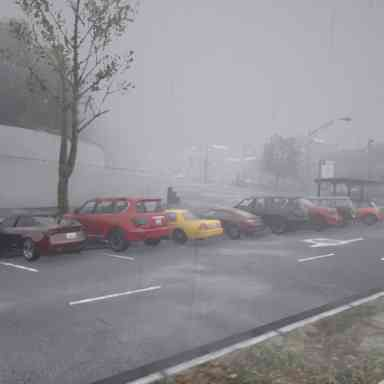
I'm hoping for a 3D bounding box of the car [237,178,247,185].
[{"bbox_3d":[12.406,-2.045,72.657,2.002,1.452,4.674,7,4,35],"label":"car"}]

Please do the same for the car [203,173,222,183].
[{"bbox_3d":[5.553,-3.177,82.626,1.946,1.575,5.366,7,3,34],"label":"car"}]

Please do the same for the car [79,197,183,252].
[{"bbox_3d":[-3.475,1.247,14.075,5.566,2.045,2.435,-1,-1,34],"label":"car"}]

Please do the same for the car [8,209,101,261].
[{"bbox_3d":[-5.919,1.523,12.329,4.792,1.488,2.163,-1,-1,35],"label":"car"}]

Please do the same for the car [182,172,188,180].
[{"bbox_3d":[0.174,-4.086,89.818,2.185,1.767,4.553,4,1,33],"label":"car"}]

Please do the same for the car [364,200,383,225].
[{"bbox_3d":[11.335,1.402,24.420,4.553,1.767,2.185,-1,-1,35],"label":"car"}]

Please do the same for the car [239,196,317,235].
[{"bbox_3d":[3.876,1.261,19.291,5.566,2.045,2.435,-1,-1,35],"label":"car"}]

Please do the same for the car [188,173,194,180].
[{"bbox_3d":[1.905,-3.851,87.349,2.185,1.767,4.553,6,3,34],"label":"car"}]

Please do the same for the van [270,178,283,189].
[{"bbox_3d":[17.544,-1.492,65.136,1.878,1.987,4.442,7,4,35],"label":"van"}]

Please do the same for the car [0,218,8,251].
[{"bbox_3d":[-8.338,1.492,10.581,4.892,1.521,2.231,-1,-1,34],"label":"car"}]

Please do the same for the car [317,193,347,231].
[{"bbox_3d":[6.389,1.266,20.997,5.566,2.045,2.435,-1,-1,35],"label":"car"}]

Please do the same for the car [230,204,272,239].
[{"bbox_3d":[1.450,1.547,17.532,4.674,1.452,2.002,-1,-1,35],"label":"car"}]

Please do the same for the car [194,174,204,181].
[{"bbox_3d":[3.701,-3.700,84.884,2.435,2.045,5.566,7,3,34],"label":"car"}]

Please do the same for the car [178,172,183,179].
[{"bbox_3d":[-1.598,-4.363,92.165,2.435,2.045,5.566,1,-1,34],"label":"car"}]

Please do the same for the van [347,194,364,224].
[{"bbox_3d":[8.926,1.296,22.668,4.442,1.987,1.878,-1,-1,35],"label":"van"}]

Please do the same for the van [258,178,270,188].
[{"bbox_3d":[15.814,-1.765,67.607,1.878,1.987,4.442,7,4,35],"label":"van"}]

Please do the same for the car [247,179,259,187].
[{"bbox_3d":[14.238,-1.813,70.337,1.946,1.575,5.366,7,3,35],"label":"car"}]

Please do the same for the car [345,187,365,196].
[{"bbox_3d":[26.211,0.135,52.920,2.002,1.452,4.674,7,3,35],"label":"car"}]

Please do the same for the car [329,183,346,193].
[{"bbox_3d":[24.519,-0.427,55.392,2.435,2.045,5.566,7,3,35],"label":"car"}]

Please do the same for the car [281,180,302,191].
[{"bbox_3d":[19.305,-0.993,62.775,2.231,1.521,4.892,7,3,35],"label":"car"}]

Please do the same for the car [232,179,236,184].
[{"bbox_3d":[10.662,-2.318,75.118,2.002,1.452,4.674,7,3,35],"label":"car"}]

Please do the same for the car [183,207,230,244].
[{"bbox_3d":[-1.156,1.502,15.903,5.366,1.575,1.946,-1,-1,35],"label":"car"}]
